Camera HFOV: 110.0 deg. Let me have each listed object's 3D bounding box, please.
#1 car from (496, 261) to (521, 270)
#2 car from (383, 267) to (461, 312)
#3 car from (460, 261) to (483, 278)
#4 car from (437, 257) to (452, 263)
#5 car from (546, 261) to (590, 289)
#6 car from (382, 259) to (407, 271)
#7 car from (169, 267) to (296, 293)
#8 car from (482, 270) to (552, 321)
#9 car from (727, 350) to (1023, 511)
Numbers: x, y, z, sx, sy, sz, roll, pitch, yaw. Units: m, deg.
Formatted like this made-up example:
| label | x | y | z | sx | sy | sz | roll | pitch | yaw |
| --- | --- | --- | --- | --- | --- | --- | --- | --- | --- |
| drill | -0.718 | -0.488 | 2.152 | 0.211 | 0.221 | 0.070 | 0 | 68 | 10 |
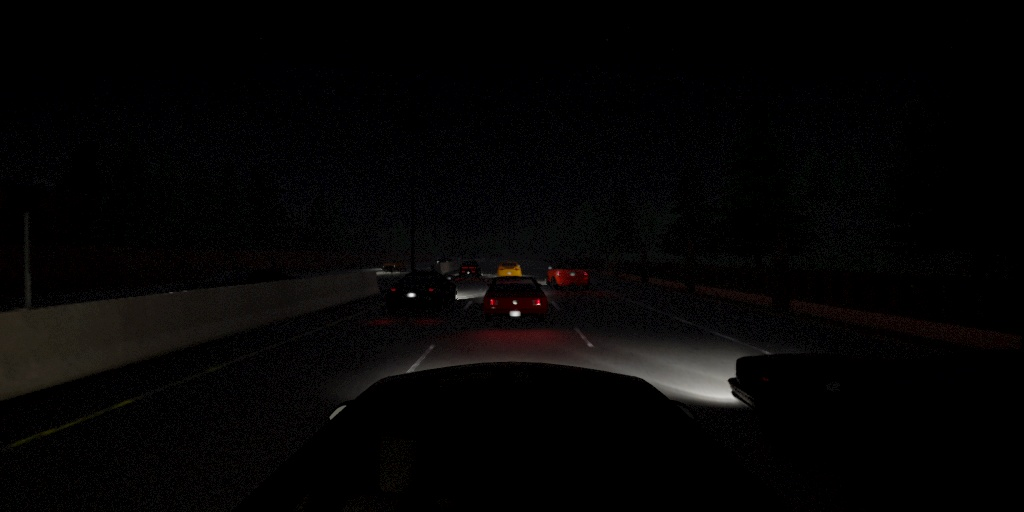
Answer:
| label | x | y | z | sx | sy | sz | roll | pitch | yaw |
| --- | --- | --- | --- | --- | --- | --- | --- | --- | --- |
| car | -0.286 | 1.184 | 30.293 | 1.882 | 1.535 | 5.008 | 0 | 0 | -2 |
| car | -3.424 | 1.295 | 14.181 | 1.994 | 1.385 | 4.181 | 0 | 0 | 0 |
| car | -3.885 | 1.206 | 33.894 | 1.837 | 1.490 | 4.892 | 0 | 0 | -2 |
| car | -11.708 | 1.010 | 62.175 | 2.097 | 1.767 | 4.553 | 0 | 0 | -1 |
| car | 3.425 | 1.070 | 22.694 | 2.097 | 1.767 | 4.553 | 0 | 0 | -1 |
| car | -14.860 | 1.161 | 45.501 | 1.882 | 1.535 | 5.008 | 0 | 0 | -1 |
| car | -10.624 | 1.209 | 14.087 | 1.882 | 1.535 | 5.008 | 0 | 0 | 0 |
| car | 0.079 | 1.335 | 12.325 | 1.895 | 1.301 | 4.718 | 0 | 0 | 0 |
| car | 3.600 | 1.297 | 1.967 | 2.033 | 1.411 | 5.357 | 0 | 0 | 0 |
